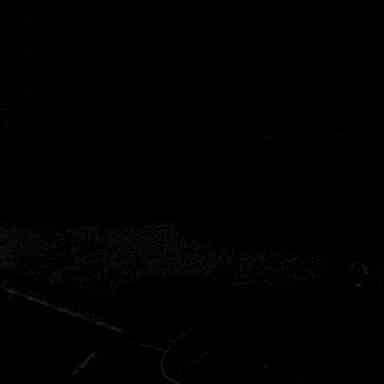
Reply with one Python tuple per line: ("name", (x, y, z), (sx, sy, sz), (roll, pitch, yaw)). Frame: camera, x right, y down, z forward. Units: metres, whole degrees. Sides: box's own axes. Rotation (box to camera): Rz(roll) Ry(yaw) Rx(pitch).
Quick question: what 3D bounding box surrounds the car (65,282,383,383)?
("car", (0.870, 1.436, 2.346), (4.097, 1.590, 1.967), (1, 0, 35))
